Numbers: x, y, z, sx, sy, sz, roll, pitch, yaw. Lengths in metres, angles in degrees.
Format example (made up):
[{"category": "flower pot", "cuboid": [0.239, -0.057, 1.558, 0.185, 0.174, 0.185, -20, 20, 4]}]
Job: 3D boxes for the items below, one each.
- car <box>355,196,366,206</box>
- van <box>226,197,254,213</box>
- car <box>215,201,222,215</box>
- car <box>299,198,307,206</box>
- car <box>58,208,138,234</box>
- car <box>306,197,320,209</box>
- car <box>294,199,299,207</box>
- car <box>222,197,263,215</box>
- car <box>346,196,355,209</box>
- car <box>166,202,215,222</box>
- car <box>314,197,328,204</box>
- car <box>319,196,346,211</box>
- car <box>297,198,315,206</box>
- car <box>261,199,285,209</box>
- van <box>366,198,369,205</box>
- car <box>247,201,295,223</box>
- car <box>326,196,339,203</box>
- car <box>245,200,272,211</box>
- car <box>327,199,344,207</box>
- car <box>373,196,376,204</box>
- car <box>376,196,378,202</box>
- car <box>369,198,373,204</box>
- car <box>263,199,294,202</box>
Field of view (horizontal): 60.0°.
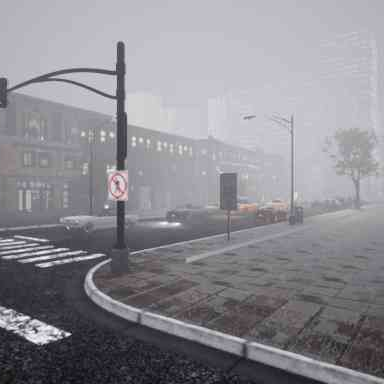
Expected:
[{"category": "car", "cuboid": [28.690, 1.642, 58.738, 2.192, 1.841, 5.009, 0, -1, 35]}, {"category": "van", "cuboid": [5.950, 1.518, 40.945, 1.690, 1.788, 3.998, 0, 0, 35]}, {"category": "car", "cuboid": [2.676, 1.674, 36.283, 1.752, 1.417, 4.829, 0, 0, 35]}, {"category": "car", "cuboid": [18.656, 1.846, 59.031, 2.008, 1.369, 4.403, 0, -1, 35]}, {"category": "car", "cuboid": [-5.544, 1.668, 20.071, 1.895, 1.301, 4.718, 0, 0, 35]}, {"category": "car", "cuboid": [19.308, 1.749, 49.878, 2.128, 1.511, 4.902, 0, 0, 35]}, {"category": "car", "cuboid": [15.480, 1.816, 54.509, 2.008, 1.369, 4.403, 0, -1, 35]}, {"category": "car", "cuboid": [5.515, 1.508, 35.794, 2.097, 1.767, 4.553, 0, 0, 35]}, {"category": "car", "cuboid": [22.337, 1.581, 49.694, 2.192, 1.841, 5.009, 0, -1, 35]}, {"category": "car", "cuboid": [-0.293, 1.672, 27.530, 1.994, 1.385, 4.181, 0, 0, 36]}, {"category": "car", "cuboid": [28.185, 1.828, 72.596, 1.967, 1.590, 4.097, 0, -1, 35]}, {"category": "car", "cuboid": [19.161, 1.676, 45.172, 1.967, 1.590, 4.097, 0, -1, 35]}, {"category": "car", "cuboid": [21.833, 1.876, 63.553, 2.008, 1.369, 4.403, 0, -1, 35]}, {"category": "car", "cuboid": [12.205, 1.759, 49.848, 1.752, 1.417, 4.829, 0, -1, 35]}, {"category": "van", "cuboid": [31.867, 1.699, 63.259, 1.690, 1.788, 3.998, 0, -1, 35]}, {"category": "car", "cuboid": [6.499, 1.670, 27.055, 1.887, 1.381, 4.507, 0, 0, 35]}, {"category": "car", "cuboid": [34.538, 1.894, 81.640, 1.967, 1.590, 4.097, 0, -1, 35]}, {"category": "car", "cuboid": [9.127, 1.756, 45.466, 2.008, 1.369, 4.403, 0, 0, 35]}, {"category": "car", "cuboid": [25.097, 1.913, 58.118, 1.895, 1.301, 4.718, 0, 0, 35]}, {"category": "car", "cuboid": [38.318, 1.948, 72.440, 1.752, 1.417, 4.829, 0, -1, 35]}, {"category": "car", "cuboid": [41.396, 2.037, 76.822, 1.802, 1.307, 4.206, 0, -1, 35]}, {"category": "car", "cuboid": [35.043, 1.972, 67.778, 1.802, 1.307, 4.206, 0, -1, 35]}, {"category": "car", "cuboid": [11.386, 1.684, 44.094, 1.882, 1.535, 5.008, 0, 0, 36]}]
